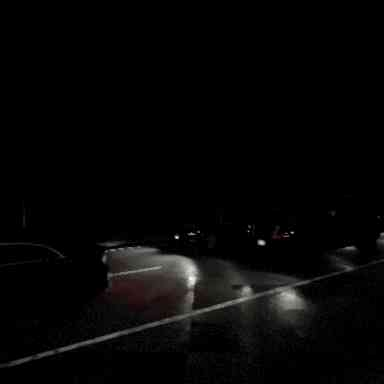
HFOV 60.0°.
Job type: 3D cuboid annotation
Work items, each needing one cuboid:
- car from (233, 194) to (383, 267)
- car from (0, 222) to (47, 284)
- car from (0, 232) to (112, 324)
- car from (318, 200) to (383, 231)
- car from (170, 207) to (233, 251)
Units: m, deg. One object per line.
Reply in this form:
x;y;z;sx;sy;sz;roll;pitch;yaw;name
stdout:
4.277;1.097;11.395;5.566;2.045;2.150;-1;1;-36;car
-6.270;1.610;8.121;4.718;1.301;1.895;-1;0;-36;car
-3.821;1.494;5.554;4.902;1.511;2.128;-1;0;-35;car
9.966;1.303;19.850;5.357;1.411;2.033;-1;1;-37;car
1.408;1.394;13.641;4.892;1.490;1.837;-1;0;-36;car
